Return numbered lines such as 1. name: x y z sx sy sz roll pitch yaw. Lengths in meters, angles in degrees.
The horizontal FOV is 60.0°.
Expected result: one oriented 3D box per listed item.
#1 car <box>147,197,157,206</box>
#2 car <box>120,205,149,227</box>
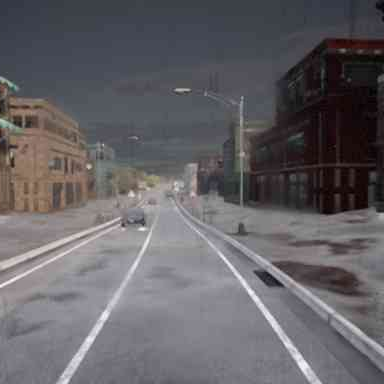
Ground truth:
1. car: -8.063 1.910 67.484 1.837 1.490 4.892 0 2 -5
2. car: -4.750 2.050 27.595 1.837 1.490 4.892 0 -2 -5
